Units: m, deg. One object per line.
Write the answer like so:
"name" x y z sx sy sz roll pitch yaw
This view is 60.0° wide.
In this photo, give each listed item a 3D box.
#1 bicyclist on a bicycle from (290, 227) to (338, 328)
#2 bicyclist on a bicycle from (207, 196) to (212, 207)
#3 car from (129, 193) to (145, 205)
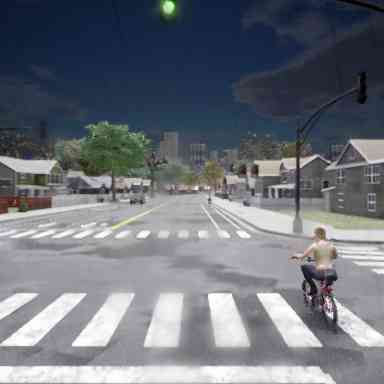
"bicyclist on a bicycle" 2.271 1.436 5.995 0.866 1.612 1.509 0 0 0
"bicyclist on a bicycle" 2.257 1.338 42.766 0.659 1.776 1.843 0 0 0
"car" -9.740 1.167 59.813 2.150 2.045 5.566 0 0 0
